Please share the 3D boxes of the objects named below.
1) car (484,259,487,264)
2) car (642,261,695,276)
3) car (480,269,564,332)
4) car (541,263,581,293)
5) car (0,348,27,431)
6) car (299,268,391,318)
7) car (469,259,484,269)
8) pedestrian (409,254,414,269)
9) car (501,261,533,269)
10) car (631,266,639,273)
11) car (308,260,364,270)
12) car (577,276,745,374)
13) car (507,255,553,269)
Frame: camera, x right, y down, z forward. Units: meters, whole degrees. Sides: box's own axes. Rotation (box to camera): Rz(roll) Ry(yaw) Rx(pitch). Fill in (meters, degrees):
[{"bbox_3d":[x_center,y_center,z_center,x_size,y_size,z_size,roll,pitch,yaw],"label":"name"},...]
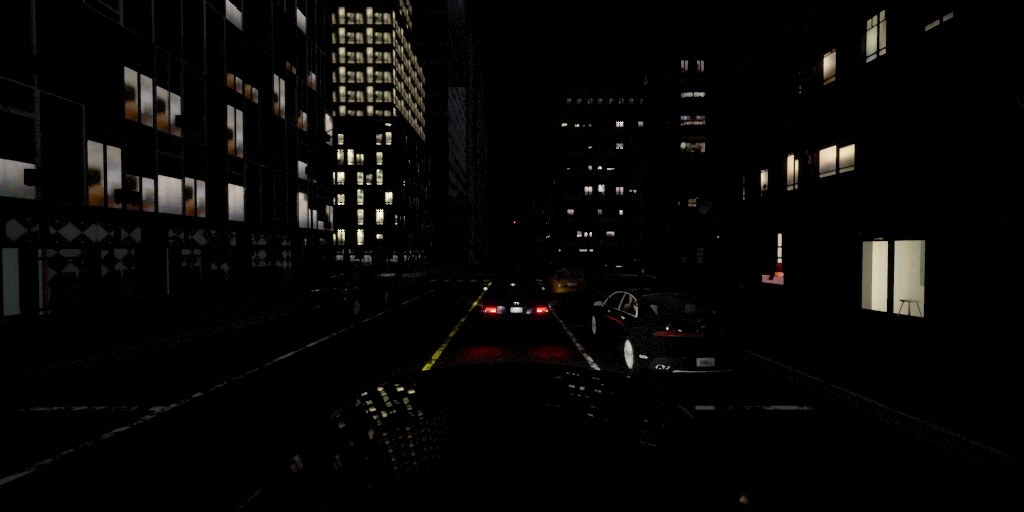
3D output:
[{"bbox_3d":[-5.840,1.303,62.242,1.948,1.339,4.313,0,0,0],"label":"car"},{"bbox_3d":[17.249,1.351,39.214,5.008,1.535,1.882,0,1,1],"label":"car"},{"bbox_3d":[0.079,1.295,10.801,2.033,1.411,5.357,0,0,0],"label":"car"},{"bbox_3d":[2.776,1.271,18.824,1.751,1.417,4.829,0,0,0],"label":"car"},{"bbox_3d":[-5.796,1.300,1.757,2.007,1.370,4.403,0,0,0],"label":"car"},{"bbox_3d":[-5.850,1.292,13.046,1.888,1.381,4.507,0,0,0],"label":"car"},{"bbox_3d":[-5.825,1.263,56.418,1.751,1.417,4.829,0,0,0],"label":"car"},{"bbox_3d":[-12.655,0.669,45.089,0.375,1.860,0.375,0,0,1],"label":"pedestrian"},{"bbox_3d":[0.045,1.249,21.223,1.837,1.490,4.892,0,0,0],"label":"car"},{"bbox_3d":[16.210,1.372,41.826,4.403,1.370,2.007,0,0,1],"label":"car"},{"bbox_3d":[-17.667,1.108,36.421,5.008,1.535,1.882,0,1,-1],"label":"car"},{"bbox_3d":[2.804,1.299,7.365,2.007,1.370,4.403,0,0,0],"label":"car"},{"bbox_3d":[1.753,0.954,39.412,5.566,2.045,2.150,-1,0,1],"label":"car"}]
